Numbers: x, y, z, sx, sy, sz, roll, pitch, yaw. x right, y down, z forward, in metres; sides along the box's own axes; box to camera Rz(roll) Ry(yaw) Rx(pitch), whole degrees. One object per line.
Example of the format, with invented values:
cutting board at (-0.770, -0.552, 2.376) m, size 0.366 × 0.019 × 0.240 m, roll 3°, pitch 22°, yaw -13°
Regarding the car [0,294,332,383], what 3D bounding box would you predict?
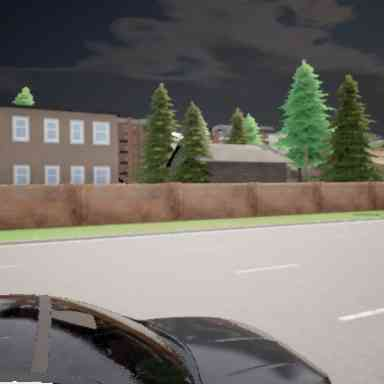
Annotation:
car at (-1.250, 1.504, 2.048) m, size 4.892 × 1.490 × 1.837 m, roll -1°, pitch 1°, yaw -23°
